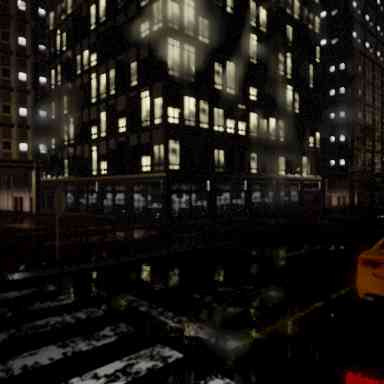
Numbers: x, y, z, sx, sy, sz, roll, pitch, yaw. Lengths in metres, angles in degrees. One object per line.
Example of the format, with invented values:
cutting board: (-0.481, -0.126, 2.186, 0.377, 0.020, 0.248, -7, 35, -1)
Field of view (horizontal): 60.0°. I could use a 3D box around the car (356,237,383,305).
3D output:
car: (5.256, 1.443, 7.118, 5.008, 1.535, 1.882, 0, 0, -44)
